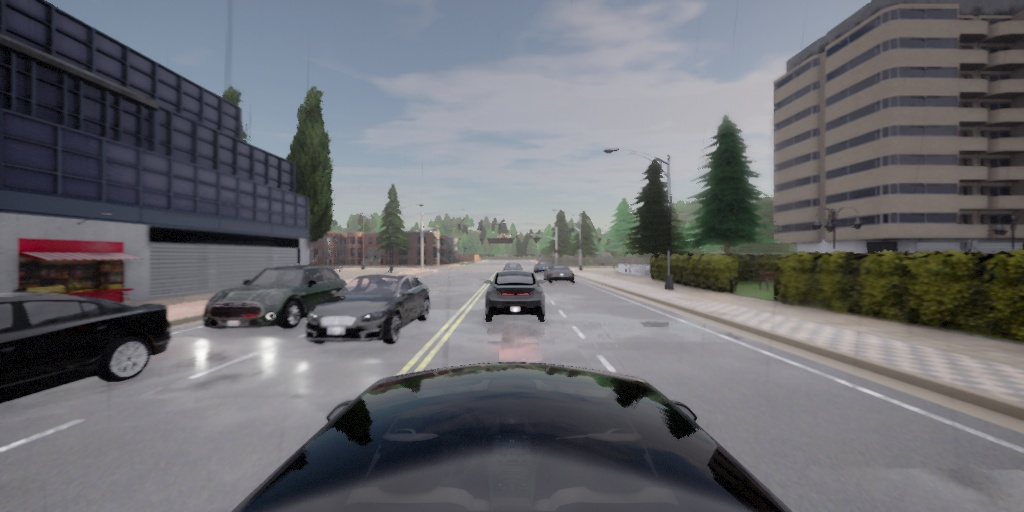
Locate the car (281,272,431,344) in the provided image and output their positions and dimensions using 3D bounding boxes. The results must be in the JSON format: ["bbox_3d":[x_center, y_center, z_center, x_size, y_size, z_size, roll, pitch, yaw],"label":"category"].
[{"bbox_3d":[-3.522,1.243,9.669,2.128,1.511,4.902,0,0,0],"label":"car"}]

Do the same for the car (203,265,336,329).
[{"bbox_3d":[-7.004,1.103,11.259,2.097,1.767,4.553,0,0,0],"label":"car"}]

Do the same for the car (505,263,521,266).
[{"bbox_3d":[0.086,1.301,32.349,2.033,1.411,5.357,0,0,0],"label":"car"}]

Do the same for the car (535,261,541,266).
[{"bbox_3d":[3.618,1.317,41.646,1.994,1.385,4.181,0,0,1],"label":"car"}]

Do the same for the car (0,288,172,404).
[{"bbox_3d":[-7.099,1.228,4.358,1.882,1.535,5.008,0,0,0],"label":"car"}]

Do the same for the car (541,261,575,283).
[{"bbox_3d":[3.591,1.317,27.805,1.994,1.385,4.181,0,0,0],"label":"car"}]

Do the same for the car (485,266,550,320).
[{"bbox_3d":[0.096,1.256,12.565,1.837,1.490,4.892,0,0,0],"label":"car"}]
